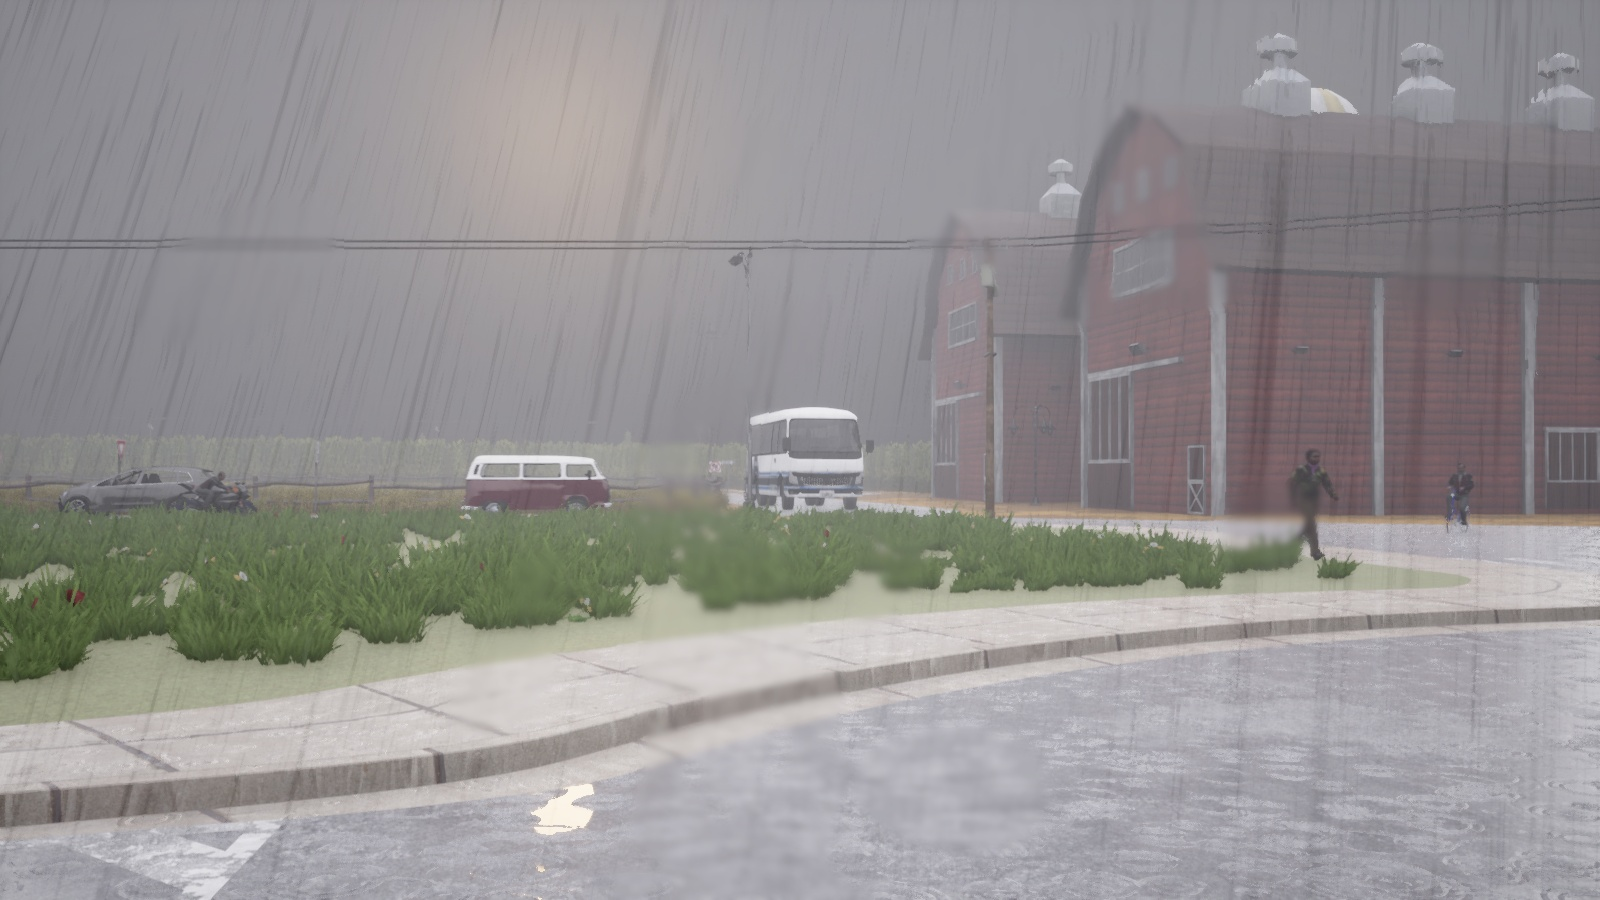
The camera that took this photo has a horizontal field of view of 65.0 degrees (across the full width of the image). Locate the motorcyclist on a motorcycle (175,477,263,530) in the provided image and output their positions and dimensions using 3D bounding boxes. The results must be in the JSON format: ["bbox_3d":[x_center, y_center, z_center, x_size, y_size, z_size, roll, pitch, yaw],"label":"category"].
[{"bbox_3d":[-17.173,1.558,37.167,2.191,1.530,0.866,0,-1,-11],"label":"motorcyclist on a motorcycle"}]

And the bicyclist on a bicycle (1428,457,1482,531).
[{"bbox_3d":[16.210,1.066,31.049,0.659,1.776,1.843,2,0,43],"label":"bicyclist on a bicycle"}]

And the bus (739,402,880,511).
[{"bbox_3d":[0.148,0.372,54.573,3.944,4.253,10.273,0,-1,-12],"label":"bus"}]

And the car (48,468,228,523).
[{"bbox_3d":[-21.010,1.433,40.072,4.611,1.667,2.242,0,-1,-9],"label":"car"}]

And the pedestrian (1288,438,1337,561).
[{"bbox_3d":[8.173,0.780,20.036,0.395,1.930,0.692,0,-1,-10],"label":"pedestrian"}]

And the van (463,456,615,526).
[{"bbox_3d":[-8.003,1.239,38.760,4.480,2.038,2.069,-1,-1,-10],"label":"van"}]
